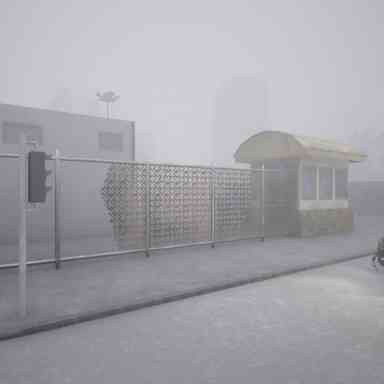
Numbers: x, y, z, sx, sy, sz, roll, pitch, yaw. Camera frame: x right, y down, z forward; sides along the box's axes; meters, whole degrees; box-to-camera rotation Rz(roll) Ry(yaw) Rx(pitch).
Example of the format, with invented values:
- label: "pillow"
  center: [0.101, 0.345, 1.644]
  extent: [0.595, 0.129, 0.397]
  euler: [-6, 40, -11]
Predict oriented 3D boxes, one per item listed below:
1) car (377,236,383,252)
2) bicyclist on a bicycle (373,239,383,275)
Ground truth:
- label: "car"
  center: [7.610, 1.478, 10.226]
  extent: [5.008, 1.535, 1.882]
  euler: [0, 0, -36]
- label: "bicyclist on a bicycle"
  center: [5.470, 1.455, 8.560]
  extent: [0.582, 1.620, 1.656]
  euler: [0, -2, -35]
